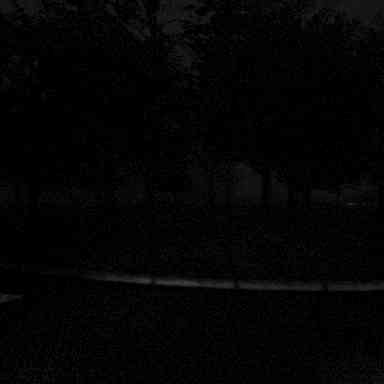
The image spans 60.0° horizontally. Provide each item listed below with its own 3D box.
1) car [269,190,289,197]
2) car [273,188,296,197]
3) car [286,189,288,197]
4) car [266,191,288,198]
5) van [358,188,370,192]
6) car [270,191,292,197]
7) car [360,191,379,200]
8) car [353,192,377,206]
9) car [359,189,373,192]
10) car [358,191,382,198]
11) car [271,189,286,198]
[{"bbox_3d":[21.277,0.370,81.209,4.553,1.767,2.185,1,1,25],"label":"car"},{"bbox_3d":[24.670,0.092,88.753,5.566,2.045,2.435,1,1,25],"label":"car"},{"bbox_3d":[18.947,0.586,76.215,5.008,1.535,2.097,1,1,25],"label":"car"},{"bbox_3d":[20.102,0.581,78.718,4.674,1.452,2.002,1,1,25],"label":"car"},{"bbox_3d":[38.732,0.617,71.266,4.442,1.987,1.878,1,1,25],"label":"van"},{"bbox_3d":[22.393,0.448,83.738,4.892,1.521,2.231,1,1,25],"label":"car"},{"bbox_3d":[35.329,0.993,63.653,4.792,1.488,2.163,1,1,25],"label":"car"},{"bbox_3d":[24.862,1.172,48.448,1.837,1.490,4.892,1,1,15],"label":"car"},{"bbox_3d":[37.653,0.764,68.564,4.553,1.767,2.185,1,1,25],"label":"car"},{"bbox_3d":[43.429,0.637,81.210,4.892,1.521,2.231,1,2,25],"label":"car"},{"bbox_3d":[17.831,0.501,73.686,4.553,1.767,2.185,1,1,25],"label":"car"}]
